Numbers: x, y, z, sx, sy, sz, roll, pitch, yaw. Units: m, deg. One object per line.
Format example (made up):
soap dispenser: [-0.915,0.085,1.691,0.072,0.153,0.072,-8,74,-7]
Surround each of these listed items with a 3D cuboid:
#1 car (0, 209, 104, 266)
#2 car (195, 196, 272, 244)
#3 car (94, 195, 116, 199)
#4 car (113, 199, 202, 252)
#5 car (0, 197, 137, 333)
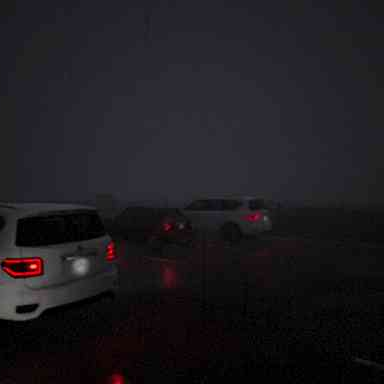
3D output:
car: [-5.665,1.493,12.331,5.008,1.535,1.882,0,0,35]
car: [1.051,1.232,16.138,5.566,2.045,2.150,0,0,35]
car: [-9.459,1.249,34.466,1.905,1.878,3.866,0,0,35]
car: [-2.139,1.364,14.113,4.553,1.767,2.097,0,0,35]
car: [-3.934,1.231,6.794,5.566,2.045,2.150,0,0,35]
